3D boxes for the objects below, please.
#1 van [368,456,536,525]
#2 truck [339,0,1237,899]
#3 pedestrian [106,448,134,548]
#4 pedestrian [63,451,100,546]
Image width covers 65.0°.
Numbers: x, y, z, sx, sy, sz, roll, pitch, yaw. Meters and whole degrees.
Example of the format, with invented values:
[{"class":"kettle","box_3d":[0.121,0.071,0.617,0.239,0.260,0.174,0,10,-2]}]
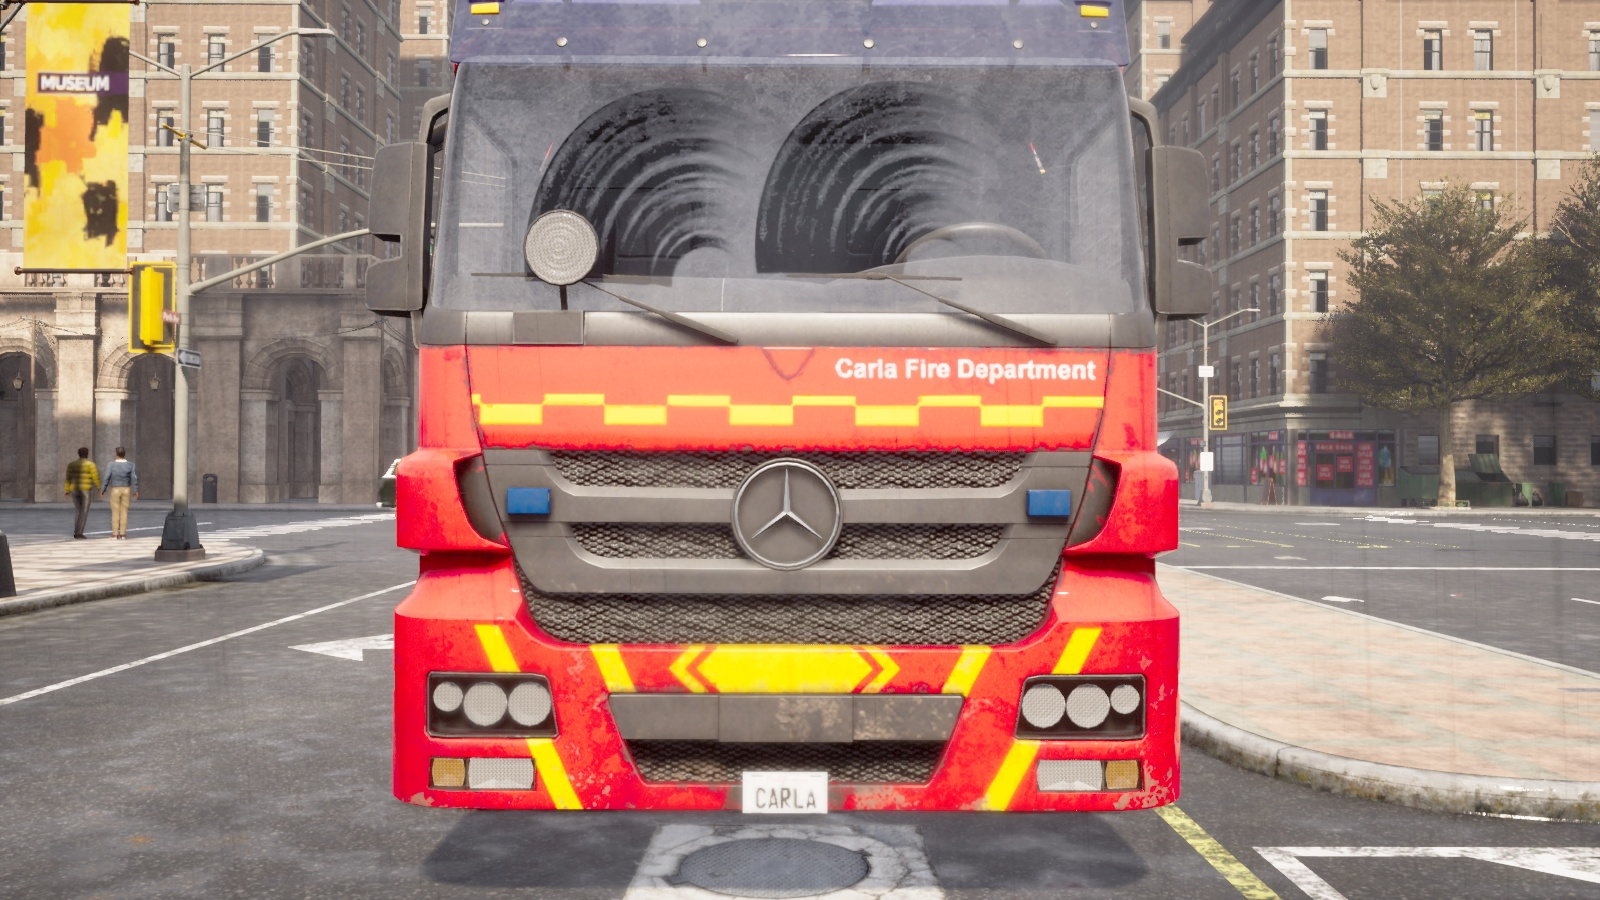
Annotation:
[{"class":"van","box_3d":[-10.522,1.220,38.206,4.480,2.038,2.069,0,-1,4]},{"class":"truck","box_3d":[-0.054,-0.211,8.305,2.891,3.827,8.468,0,-1,0]},{"class":"pedestrian","box_3d":[-13.447,0.941,24.820,0.423,1.949,0.788,0,-1,-32]},{"class":"pedestrian","box_3d":[-14.033,0.938,24.528,0.370,1.835,0.726,0,-1,-7]}]
